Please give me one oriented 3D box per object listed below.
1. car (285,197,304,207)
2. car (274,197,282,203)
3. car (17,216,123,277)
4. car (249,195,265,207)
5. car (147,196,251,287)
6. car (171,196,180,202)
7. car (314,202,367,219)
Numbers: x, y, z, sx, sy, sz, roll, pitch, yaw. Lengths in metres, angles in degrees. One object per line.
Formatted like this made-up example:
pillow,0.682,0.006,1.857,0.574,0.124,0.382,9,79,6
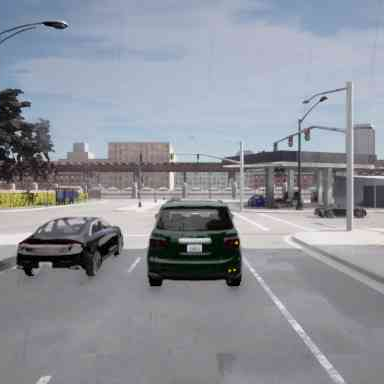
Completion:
car,15.358,1.461,50.031,1.970,1.475,3.806,0,0,0
car,18.759,1.606,67.918,4.718,1.301,1.895,0,0,-27
car,-3.437,1.494,10.237,2.128,1.511,4.902,0,0,0
car,9.614,1.300,49.257,2.242,1.667,4.611,0,0,0
car,0.068,1.224,9.445,2.150,2.045,5.566,0,0,0
car,-3.644,1.560,74.496,1.994,1.385,4.181,0,0,0
car,12.935,1.567,29.116,4.181,1.385,1.994,0,0,-1
